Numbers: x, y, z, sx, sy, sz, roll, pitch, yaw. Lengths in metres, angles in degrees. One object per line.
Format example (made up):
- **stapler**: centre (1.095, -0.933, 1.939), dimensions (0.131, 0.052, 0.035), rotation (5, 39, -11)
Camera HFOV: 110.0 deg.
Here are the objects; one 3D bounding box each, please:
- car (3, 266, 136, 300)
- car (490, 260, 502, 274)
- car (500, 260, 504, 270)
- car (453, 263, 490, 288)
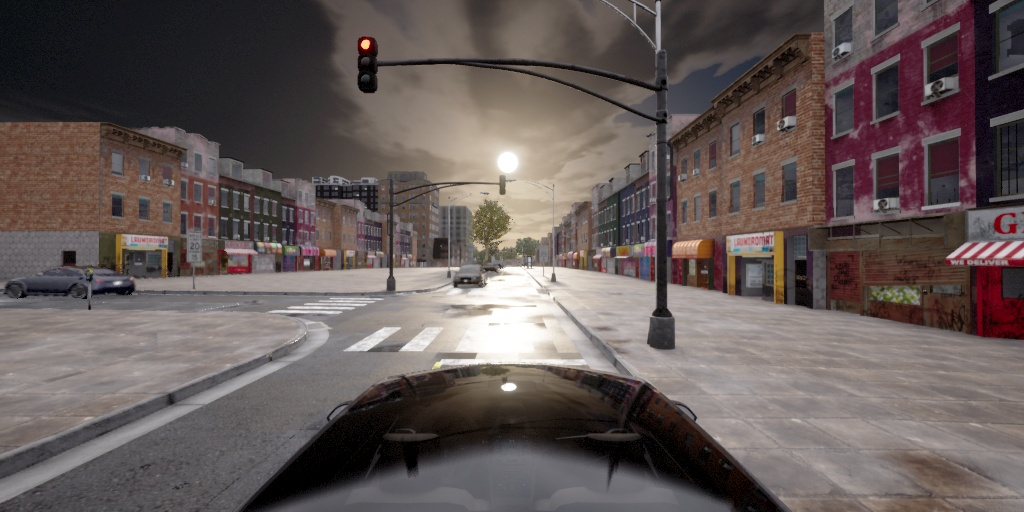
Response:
- **car**: centre (-19.451, 1.147, 15.899), dimensions (4.181, 1.385, 1.994), rotation (1, 0, 1)
- **car**: centre (-2.670, 1.551, 44.995), dimensions (1.895, 1.301, 4.718), rotation (0, 0, 0)
- **car**: centre (-2.503, 1.411, 62.317), dimensions (2.097, 1.767, 4.553), rotation (0, -1, 0)
- **car**: centre (-2.825, 1.328, 24.730), dimensions (1.837, 1.490, 4.892), rotation (0, 0, 1)
